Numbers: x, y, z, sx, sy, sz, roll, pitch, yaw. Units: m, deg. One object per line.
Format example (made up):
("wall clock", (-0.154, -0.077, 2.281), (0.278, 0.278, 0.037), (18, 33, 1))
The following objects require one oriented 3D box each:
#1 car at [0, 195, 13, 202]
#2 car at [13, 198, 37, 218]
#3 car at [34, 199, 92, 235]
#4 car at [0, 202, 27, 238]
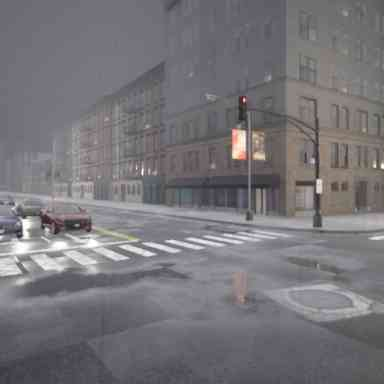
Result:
("car", (-24.093, 1.159, 42.922), (2.128, 1.511, 4.902), (-1, 1, -34))
("car", (-12.685, 1.321, 26.454), (1.837, 1.490, 4.892), (-1, 1, -35))
("car", (-7.096, 1.358, 18.431), (1.882, 1.535, 5.008), (-1, 1, -35))
("car", (-9.617, 1.443, 16.402), (1.812, 1.442, 4.674), (-1, 1, -35))
